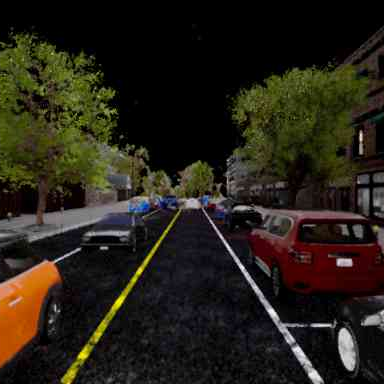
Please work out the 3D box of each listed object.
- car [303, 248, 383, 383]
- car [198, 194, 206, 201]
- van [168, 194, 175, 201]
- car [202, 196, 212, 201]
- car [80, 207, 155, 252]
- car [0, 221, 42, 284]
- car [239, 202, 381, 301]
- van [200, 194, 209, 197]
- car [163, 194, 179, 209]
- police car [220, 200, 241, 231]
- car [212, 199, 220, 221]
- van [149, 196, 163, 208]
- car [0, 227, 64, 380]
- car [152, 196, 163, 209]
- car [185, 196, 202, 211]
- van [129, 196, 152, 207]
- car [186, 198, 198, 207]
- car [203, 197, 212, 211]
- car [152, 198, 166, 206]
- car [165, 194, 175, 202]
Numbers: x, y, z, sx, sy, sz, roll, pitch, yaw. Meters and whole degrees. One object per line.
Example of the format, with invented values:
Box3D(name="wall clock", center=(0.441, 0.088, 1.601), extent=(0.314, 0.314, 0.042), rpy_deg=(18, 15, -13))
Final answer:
Box3D(name="car", center=(2.699, 1.559, 2.745), extent=(2.008, 1.369, 4.403), rpy_deg=(1, 0, 0))
Box3D(name="car", center=(2.725, 1.529, 91.434), extent=(2.192, 1.841, 5.009), rpy_deg=(1, 0, 0))
Box3D(name="van", center=(-5.681, 1.554, 91.423), extent=(1.690, 1.788, 3.998), rpy_deg=(1, 0, 0))
Box3D(name="car", center=(2.704, 1.649, 47.260), extent=(1.752, 1.417, 4.829), rpy_deg=(1, 0, 0))
Box3D(name="car", center=(-3.060, 1.587, 14.325), extent=(2.033, 1.411, 5.357), rpy_deg=(0, 0, 0))
Box3D(name="car", center=(-5.681, 1.589, 8.276), extent=(1.947, 1.339, 4.313), rpy_deg=(1, 0, 0))
Box3D(name="car", center=(2.703, 1.339, 8.289), extent=(2.192, 1.841, 5.009), rpy_deg=(1, 0, 0))
Box3D(name="van", center=(2.708, 1.491, 58.177), extent=(1.690, 1.788, 3.998), rpy_deg=(1, 0, 0))
Box3D(name="car", center=(-3.062, 1.349, 48.562), extent=(2.150, 2.045, 5.566), rpy_deg=(0, 0, 0))
Box3D(name="police car", center=(3.136, 1.484, 21.337), extent=(1.930, 1.638, 5.238), rpy_deg=(0, 0, 0))
Box3D(name="car", center=(3.115, 1.429, 28.198), extent=(2.097, 1.767, 4.553), rpy_deg=(0, 0, 0))
Box3D(name="van", center=(-5.673, 1.477, 52.621), extent=(1.690, 1.788, 3.998), rpy_deg=(1, 0, 0))
Box3D(name="car", center=(-3.093, 1.361, 3.417), extent=(2.097, 1.767, 4.553), rpy_deg=(0, 0, 0))
Box3D(name="car", center=(-5.675, 1.562, 47.079), extent=(1.967, 1.590, 4.097), rpy_deg=(1, 0, 0))
Box3D(name="car", center=(0.054, 1.639, 42.885), extent=(1.812, 1.442, 4.674), rpy_deg=(0, 0, 1))
Box3D(name="van", center=(-5.675, 1.436, 35.992), extent=(1.690, 1.788, 3.998), rpy_deg=(1, 0, 0))
Box3D(name="car", center=(0.045, 1.672, 56.041), extent=(1.812, 1.442, 4.674), rpy_deg=(0, -1, 1))
Box3D(name="car", center=(2.703, 1.692, 41.546), extent=(1.802, 1.307, 4.206), rpy_deg=(1, 0, 0))
Box3D(name="car", center=(-5.675, 1.699, 58.164), extent=(2.008, 1.369, 4.403), rpy_deg=(1, 0, 0))
Box3D(name="car", center=(-5.669, 1.519, 85.881), extent=(2.192, 1.841, 5.009), rpy_deg=(1, 0, 0))
